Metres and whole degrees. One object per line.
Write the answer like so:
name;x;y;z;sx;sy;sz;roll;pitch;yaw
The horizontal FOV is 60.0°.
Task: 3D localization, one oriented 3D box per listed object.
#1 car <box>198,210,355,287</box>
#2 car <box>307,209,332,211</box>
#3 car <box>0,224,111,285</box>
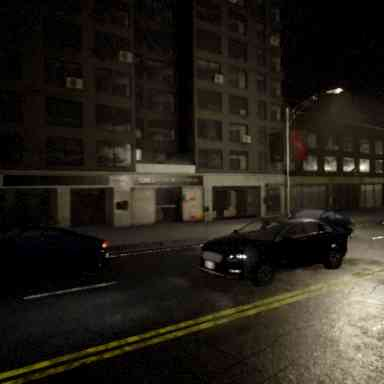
car;2.428;1.469;9.362;4.902;1.511;2.128;0;0;-35
car;5.828;1.517;15.708;4.181;1.385;1.994;0;0;-35
car;-4.284;1.558;8.591;4.181;1.385;1.994;0;0;-35
